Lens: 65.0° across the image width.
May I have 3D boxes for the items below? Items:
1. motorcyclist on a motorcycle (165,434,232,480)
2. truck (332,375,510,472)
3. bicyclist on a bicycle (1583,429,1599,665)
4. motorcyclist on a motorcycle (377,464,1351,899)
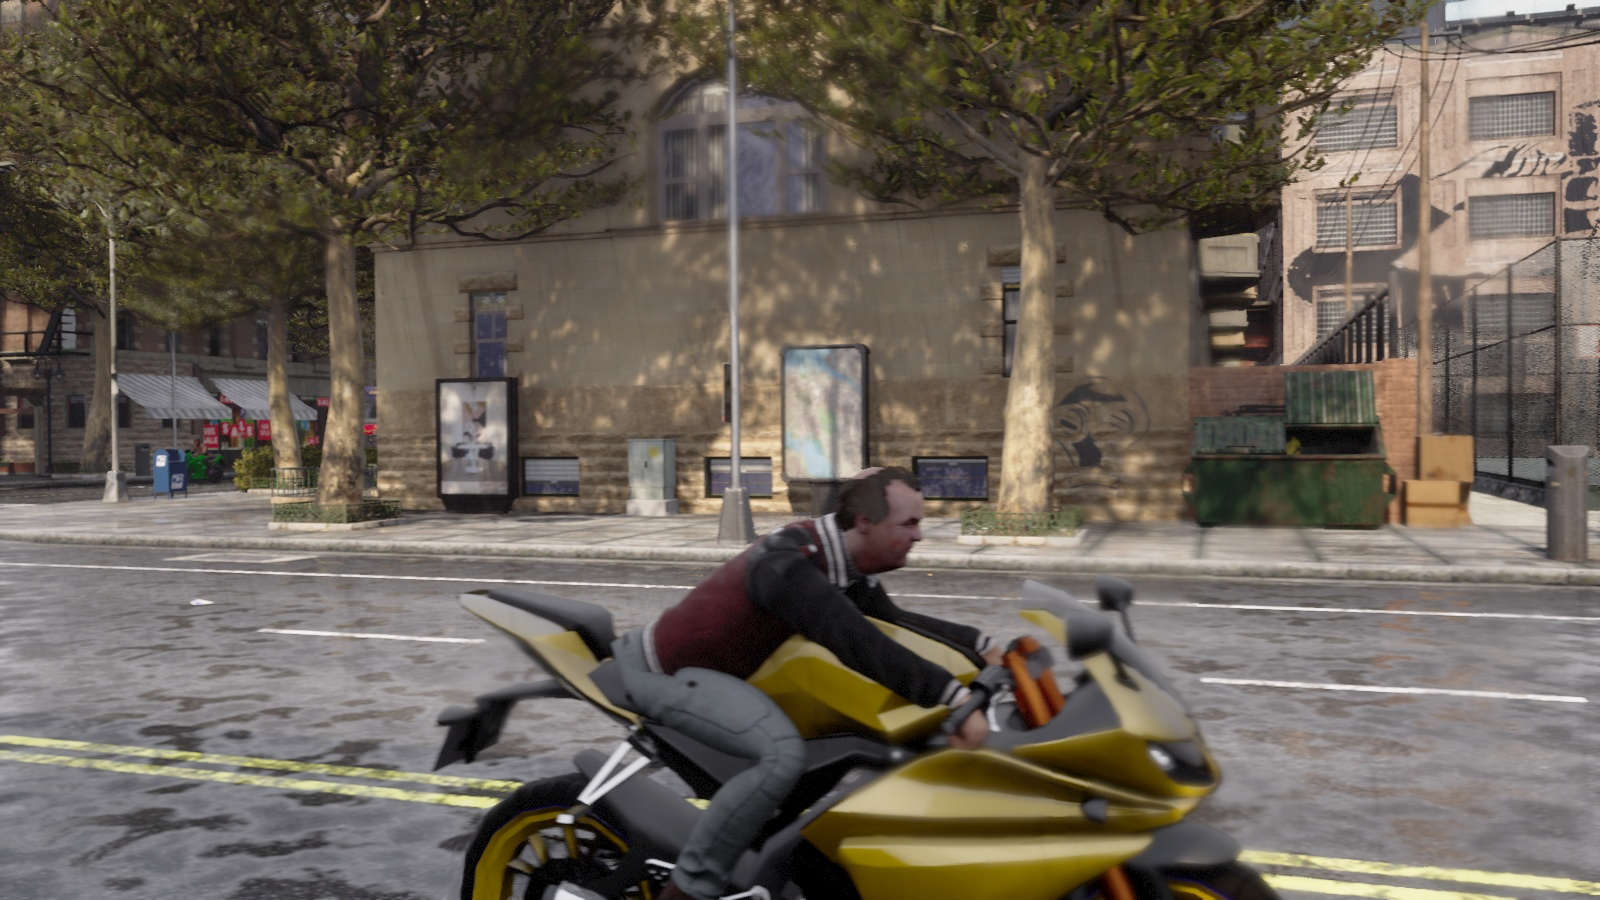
[{"bbox_3d":[-20.064,0.214,41.936,0.797,1.523,2.044,0,1,19],"label":"motorcyclist on a motorcycle"},{"bbox_3d":[-15.999,-1.103,53.882,2.891,3.827,8.468,0,1,19],"label":"truck"},{"bbox_3d":[6.303,0.662,8.460,1.656,1.620,0.582,0,1,19],"label":"bicyclist on a bicycle"},{"bbox_3d":[0.142,0.819,3.144,2.191,1.530,0.866,0,1,19],"label":"motorcyclist on a motorcycle"}]
